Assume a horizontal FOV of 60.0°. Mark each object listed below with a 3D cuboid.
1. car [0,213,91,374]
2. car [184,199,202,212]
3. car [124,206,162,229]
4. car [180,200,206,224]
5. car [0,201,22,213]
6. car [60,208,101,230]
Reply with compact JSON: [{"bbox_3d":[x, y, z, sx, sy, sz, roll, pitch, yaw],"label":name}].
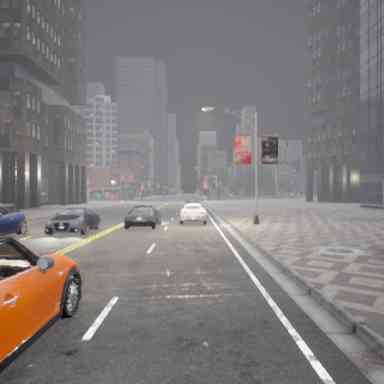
[{"bbox_3d":[-3.154,1.360,4.514,2.097,1.767,4.553,0,0,0],"label":"car"},{"bbox_3d":[0.094,1.612,39.538,1.994,1.385,4.181,0,0,0],"label":"car"},{"bbox_3d":[-3.157,1.593,21.930,1.994,1.385,4.181,0,0,0],"label":"car"},{"bbox_3d":[0.094,1.558,24.676,1.812,1.442,4.674,0,0,0],"label":"car"},{"bbox_3d":[-9.785,1.373,15.718,2.097,1.767,4.553,0,0,1],"label":"car"},{"bbox_3d":[-6.508,1.591,18.584,1.994,1.385,4.181,0,0,0],"label":"car"}]
